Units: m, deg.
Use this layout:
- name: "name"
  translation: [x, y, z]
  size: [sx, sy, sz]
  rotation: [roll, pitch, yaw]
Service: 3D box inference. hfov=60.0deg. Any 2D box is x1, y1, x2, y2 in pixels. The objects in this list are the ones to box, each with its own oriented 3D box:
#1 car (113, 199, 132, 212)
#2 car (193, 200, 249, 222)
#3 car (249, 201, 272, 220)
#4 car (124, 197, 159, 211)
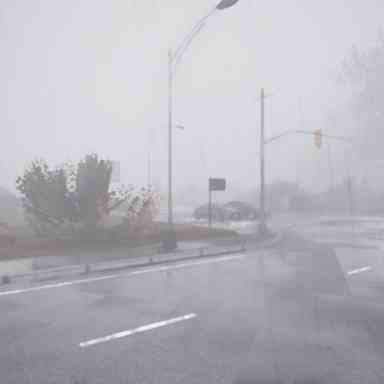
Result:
- name: "car"
  translation: [-8.075, 1.455, 38.377]
  size: [1.882, 1.535, 5.008]
  rotation: [0, 0, -39]
- name: "car"
  translation: [1.969, 1.540, 26.002]
  size: [1.994, 1.385, 4.181]
  rotation: [0, 0, -39]
- name: "car"
  translation: [4.530, 1.475, 28.400]
  size: [1.837, 1.490, 4.892]
  rotation: [0, 1, -39]
- name: "car"
  translation: [-6.467, 1.464, 41.951]
  size: [2.128, 1.511, 4.902]
  rotation: [0, 0, -39]
